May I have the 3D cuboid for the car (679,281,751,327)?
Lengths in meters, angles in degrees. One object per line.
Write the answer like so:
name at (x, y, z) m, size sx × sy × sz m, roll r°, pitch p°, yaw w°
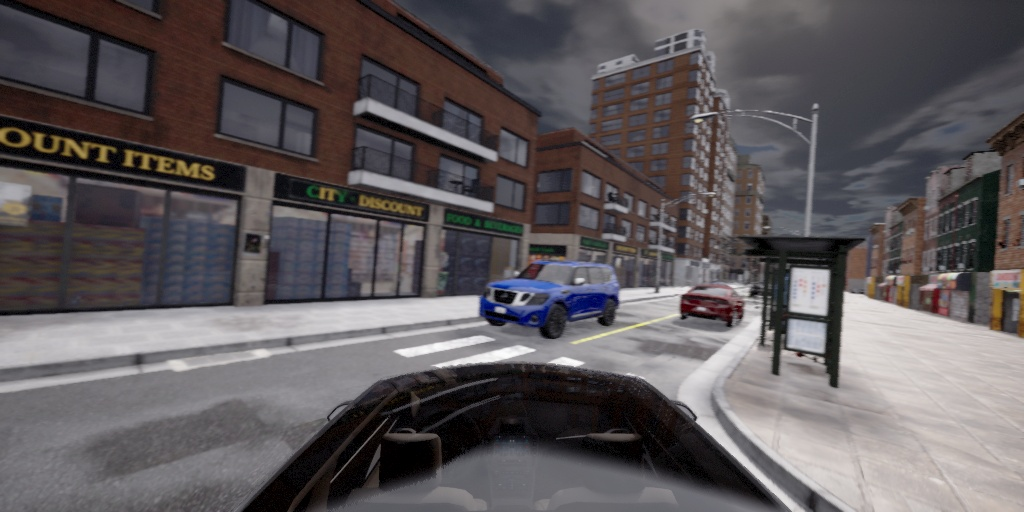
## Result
car at (8.707, 1.979, 15.425) m, size 1.882 × 1.535 × 5.008 m, roll 4°, pitch -1°, yaw 39°

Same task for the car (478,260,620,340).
car at (1.461, 1.146, 11.104) m, size 2.150 × 2.045 × 5.566 m, roll 4°, pitch -1°, yaw 39°

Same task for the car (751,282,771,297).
car at (24.575, 3.355, 35.152) m, size 1.837 × 1.490 × 4.892 m, roll 4°, pitch -1°, yaw 39°

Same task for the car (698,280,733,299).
car at (18.057, 2.901, 31.730) m, size 1.994 × 1.385 × 4.181 m, roll 4°, pitch -1°, yaw 39°
